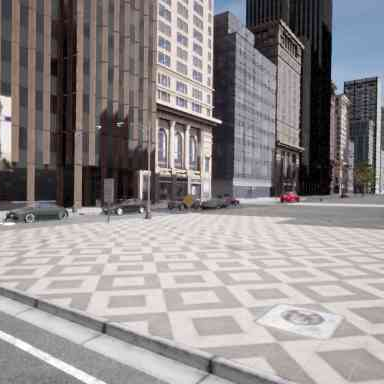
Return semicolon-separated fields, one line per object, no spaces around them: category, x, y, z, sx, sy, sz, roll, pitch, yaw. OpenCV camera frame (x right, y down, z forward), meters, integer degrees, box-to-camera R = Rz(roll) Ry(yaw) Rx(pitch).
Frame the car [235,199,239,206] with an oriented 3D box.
car;4.969;1.395;48.036;1.895;1.301;4.718;1;1;36

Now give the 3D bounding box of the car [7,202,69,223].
car;-11.447;1.470;24.911;1.994;1.385;4.181;1;1;35

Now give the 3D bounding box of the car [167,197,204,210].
car;-0.988;1.340;39.681;1.837;1.490;4.892;1;1;35

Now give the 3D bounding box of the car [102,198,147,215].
car;-6.435;1.377;31.988;1.837;1.490;4.892;1;1;35

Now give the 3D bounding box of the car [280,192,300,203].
car;18.012;0.992;61.020;2.150;2.045;5.566;1;1;36

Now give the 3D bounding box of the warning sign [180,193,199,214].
warning sign;-0.242;1.077;30.668;1.300;1.860;1.060;1;1;35

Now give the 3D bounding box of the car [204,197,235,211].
car;2.903;1.445;39.652;1.994;1.385;4.181;1;1;35
